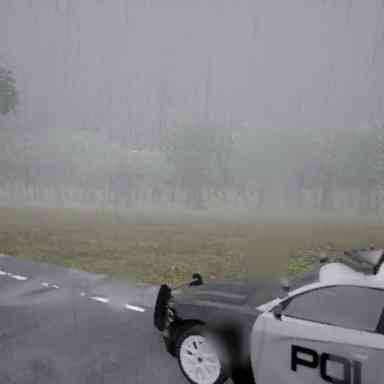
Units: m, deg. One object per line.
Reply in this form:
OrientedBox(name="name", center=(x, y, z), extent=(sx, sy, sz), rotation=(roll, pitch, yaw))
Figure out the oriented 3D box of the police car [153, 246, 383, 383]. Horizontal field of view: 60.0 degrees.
OrientedBox(name="police car", center=(1.843, 1.483, 3.771), extent=(5.238, 1.638, 1.930), rotation=(0, -1, 34))
